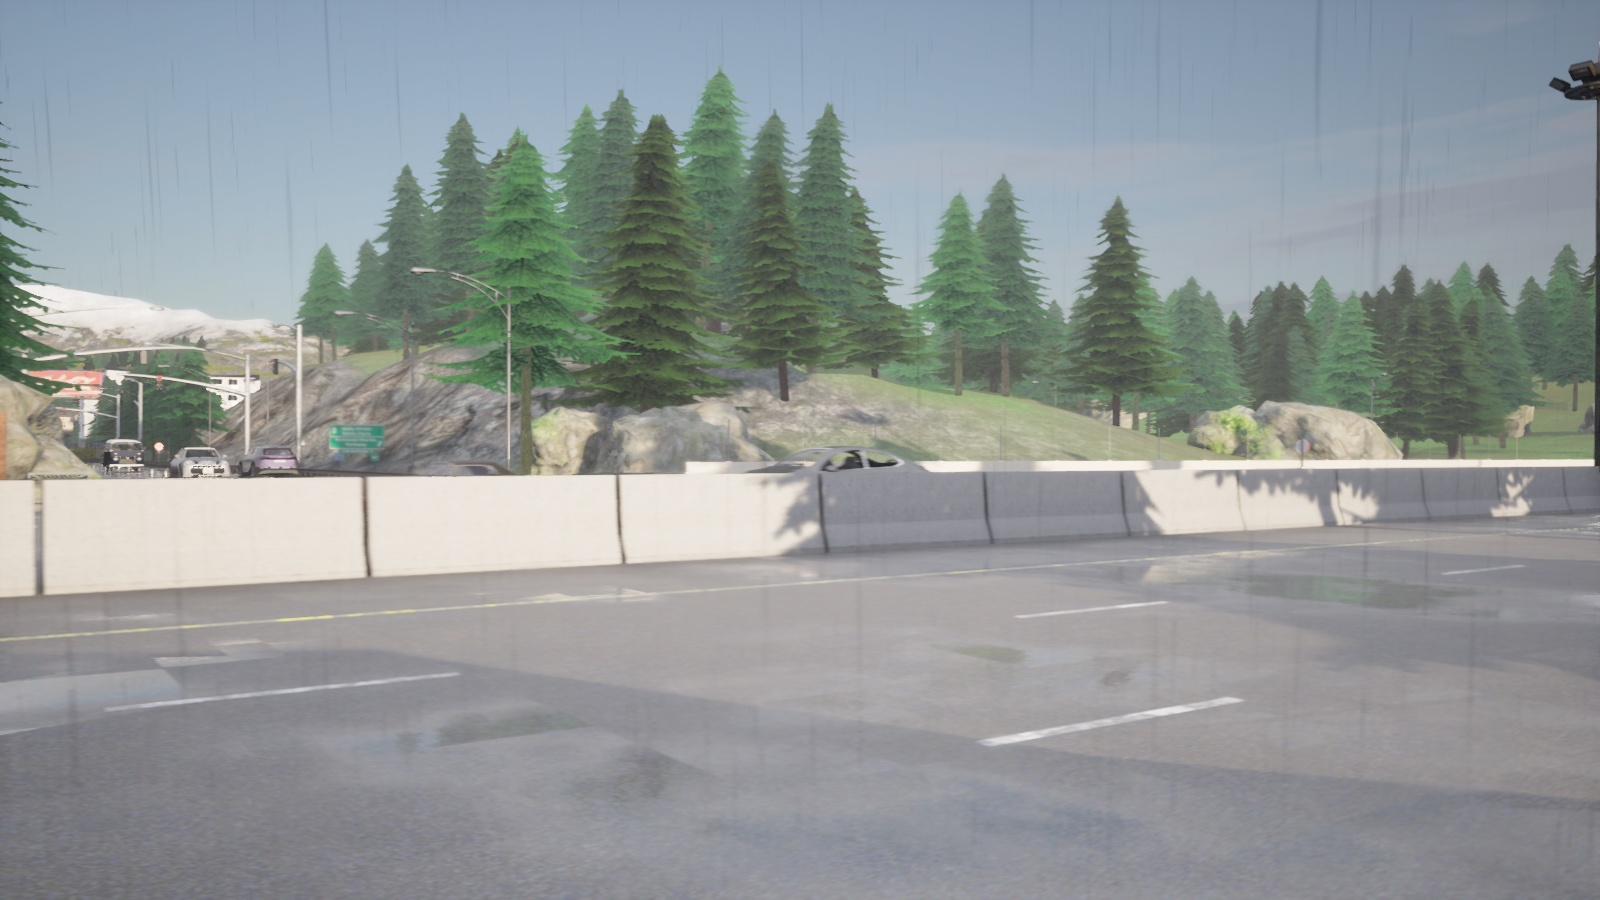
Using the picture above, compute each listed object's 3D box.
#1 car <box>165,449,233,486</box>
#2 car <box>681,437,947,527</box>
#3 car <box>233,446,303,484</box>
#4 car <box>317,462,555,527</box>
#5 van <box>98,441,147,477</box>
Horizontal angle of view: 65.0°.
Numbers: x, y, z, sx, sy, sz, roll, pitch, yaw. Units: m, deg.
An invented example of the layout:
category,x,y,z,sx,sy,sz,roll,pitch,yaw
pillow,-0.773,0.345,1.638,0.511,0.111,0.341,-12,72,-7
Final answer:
category,x,y,z,sx,sy,sz,roll,pitch,yaw
car,-24.733,0.693,51.624,1.970,1.475,3.806,0,0,-34
car,0.340,0.585,25.218,5.027,1.651,2.152,0,0,-35
car,-24.219,0.670,57.084,2.033,1.649,4.856,0,0,-34
car,-8.040,0.931,27.913,4.718,1.301,1.895,0,0,-35
van,-39.839,0.538,73.781,2.069,2.038,4.480,0,0,-34
